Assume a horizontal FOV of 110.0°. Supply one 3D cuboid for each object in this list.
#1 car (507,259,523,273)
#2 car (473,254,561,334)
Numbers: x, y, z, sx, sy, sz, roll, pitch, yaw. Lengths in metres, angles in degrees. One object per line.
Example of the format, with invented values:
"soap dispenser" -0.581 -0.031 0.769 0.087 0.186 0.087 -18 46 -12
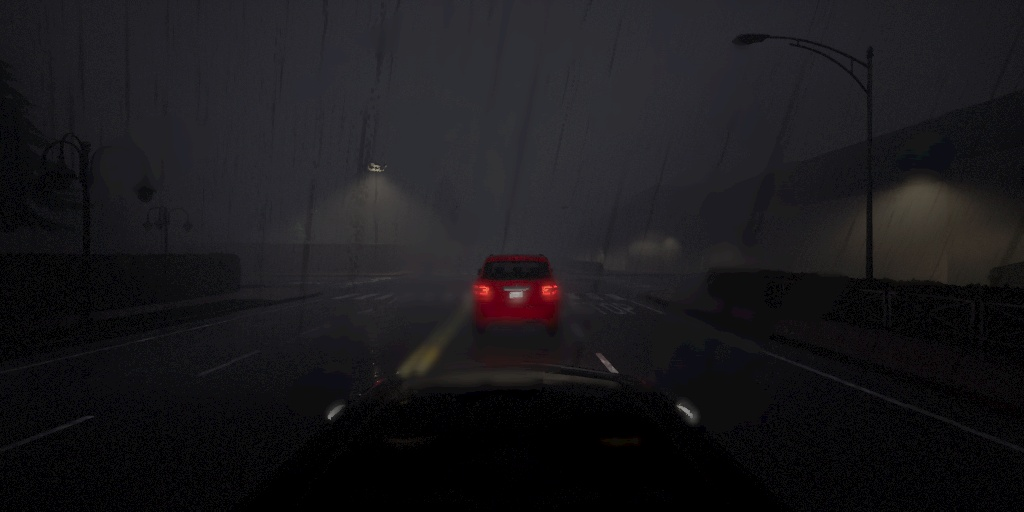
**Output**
"car" 0.350 1.228 45.580 1.882 1.535 5.008 0 0 1
"car" 0.120 0.971 10.727 2.150 2.045 5.566 0 0 0
